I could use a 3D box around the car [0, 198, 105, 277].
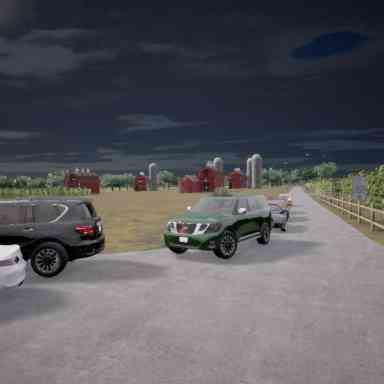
[{"bbox_3d":[-5.385,1.231,9.616,5.566,2.045,2.150,-1,1,-4],"label":"car"}]

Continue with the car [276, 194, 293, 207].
[{"bbox_3d":[11.792,1.058,42.417,1.882,1.535,5.008,0,1,18],"label":"car"}]

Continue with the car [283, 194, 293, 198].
[{"bbox_3d":[8.126,1.206,30.817,1.837,1.490,4.892,0,1,17],"label":"car"}]

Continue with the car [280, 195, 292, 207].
[{"bbox_3d":[6.215,1.243,24.770,1.882,1.535,5.008,0,0,17],"label":"car"}]

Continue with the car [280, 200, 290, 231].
[{"bbox_3d":[4.376,1.386,19.032,1.994,1.385,4.181,0,0,17],"label":"car"}]

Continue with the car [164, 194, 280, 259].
[{"bbox_3d":[1.271,1.112,12.702,2.150,2.045,5.566,0,0,34],"label":"car"}]

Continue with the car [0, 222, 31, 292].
[{"bbox_3d":[-5.805,1.614,6.384,4.674,1.442,1.812,-2,1,-28],"label":"car"}]
